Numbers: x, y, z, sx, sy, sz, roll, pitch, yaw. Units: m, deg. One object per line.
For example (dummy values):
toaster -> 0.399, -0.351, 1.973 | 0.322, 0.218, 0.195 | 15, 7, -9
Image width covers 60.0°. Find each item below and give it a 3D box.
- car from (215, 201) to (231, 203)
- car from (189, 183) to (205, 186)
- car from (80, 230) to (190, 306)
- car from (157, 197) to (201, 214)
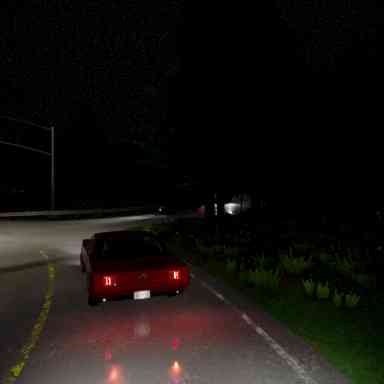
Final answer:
car -> 4.024, 0.532, 42.601 | 1.837, 1.490, 4.892 | 0, 5, 6
car -> 1.826, -0.754, 55.030 | 2.097, 1.767, 4.553 | 0, 5, -26
car -> -1.695, 1.601, 8.189 | 1.895, 1.301, 4.718 | 0, 0, -21
car -> -1.232, 1.256, 31.942 | 2.128, 1.511, 4.902 | 0, 2, 42
